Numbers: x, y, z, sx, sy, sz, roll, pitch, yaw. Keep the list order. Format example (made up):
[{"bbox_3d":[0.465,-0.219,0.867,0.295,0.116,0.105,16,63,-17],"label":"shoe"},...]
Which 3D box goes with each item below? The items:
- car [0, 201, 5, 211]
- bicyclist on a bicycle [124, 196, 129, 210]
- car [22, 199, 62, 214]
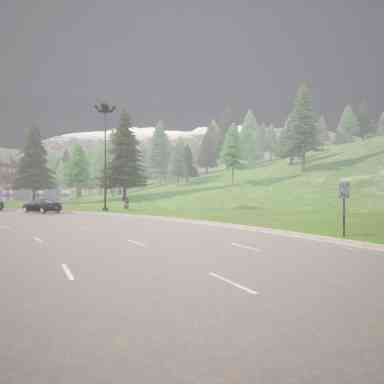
[{"bbox_3d":[-24.367,1.526,39.619,4.674,1.442,1.812,0,0,23],"label":"car"},{"bbox_3d":[-7.423,1.305,37.718,0.582,1.620,1.656,0,-2,-31],"label":"bicyclist on a bicycle"},{"bbox_3d":[-16.068,1.478,35.544,5.008,1.535,1.882,0,0,32],"label":"car"}]
